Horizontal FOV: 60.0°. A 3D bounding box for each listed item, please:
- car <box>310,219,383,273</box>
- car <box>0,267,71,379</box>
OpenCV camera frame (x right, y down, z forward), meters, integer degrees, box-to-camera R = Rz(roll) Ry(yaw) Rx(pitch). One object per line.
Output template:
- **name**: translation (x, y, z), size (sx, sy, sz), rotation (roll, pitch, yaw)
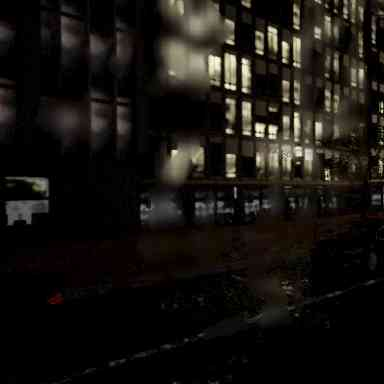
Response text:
- **car**: translation (5.563, 1.560, 10.574), size (4.403, 1.369, 2.008), rotation (0, -1, -36)
- **car**: translation (-3.668, 1.588, 3.940), size (4.206, 1.307, 1.802), rotation (0, -1, -36)
